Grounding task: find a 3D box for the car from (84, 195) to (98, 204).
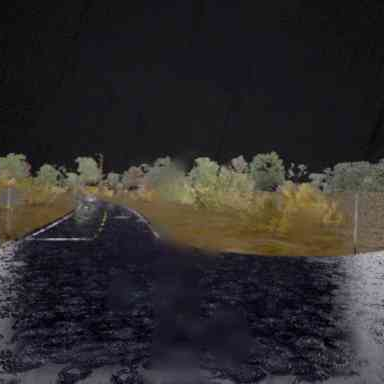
[{"bbox_3d":[-16.334,1.162,53.560,2.128,1.511,4.902,1,0,-18],"label":"car"}]
